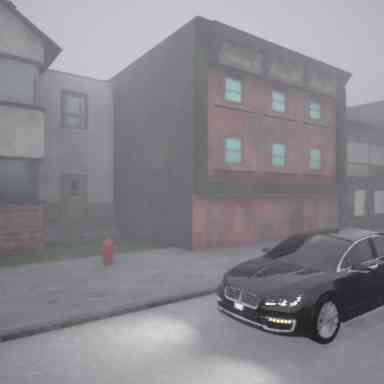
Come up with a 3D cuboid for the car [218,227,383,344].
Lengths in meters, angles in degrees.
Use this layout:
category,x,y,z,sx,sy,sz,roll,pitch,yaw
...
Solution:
category,x,y,z,sx,sy,sz,roll,pitch,yaw
car,2.694,1.509,6.514,4.892,1.490,1.837,0,0,-36
